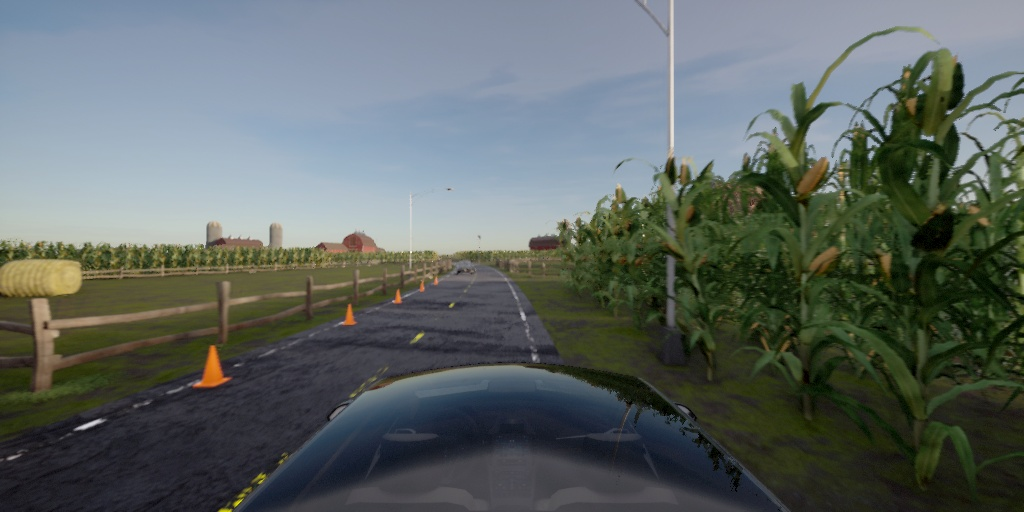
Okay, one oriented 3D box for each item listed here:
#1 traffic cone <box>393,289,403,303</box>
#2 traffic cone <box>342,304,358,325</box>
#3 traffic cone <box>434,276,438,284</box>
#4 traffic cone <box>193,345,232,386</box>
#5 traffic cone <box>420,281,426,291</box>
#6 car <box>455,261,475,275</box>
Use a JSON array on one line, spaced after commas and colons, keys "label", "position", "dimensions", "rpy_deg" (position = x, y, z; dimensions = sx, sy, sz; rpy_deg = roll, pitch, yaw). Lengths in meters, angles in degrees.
[{"label": "traffic cone", "position": [-4.958, 1.718, 15.620], "dimensions": [0.340, 0.580, 0.340], "rpy_deg": [0, 0, -2]}, {"label": "traffic cone", "position": [-4.820, 1.716, 10.651], "dimensions": [0.340, 0.580, 0.340], "rpy_deg": [0, 0, -1]}, {"label": "traffic cone", "position": [-5.409, 1.723, 25.554], "dimensions": [0.340, 0.580, 0.340], "rpy_deg": [0, 0, -3]}, {"label": "traffic cone", "position": [-4.737, 1.713, 5.680], "dimensions": [0.340, 0.580, 0.340], "rpy_deg": [0, 0, -1]}, {"label": "traffic cone", "position": [-5.155, 1.721, 20.588], "dimensions": [0.340, 0.580, 0.340], "rpy_deg": [0, 0, -3]}, {"label": "car", "position": [-5.262, 1.283, 40.044], "dimensions": [1.837, 1.490, 4.892], "rpy_deg": [0, 0, -9]}]
